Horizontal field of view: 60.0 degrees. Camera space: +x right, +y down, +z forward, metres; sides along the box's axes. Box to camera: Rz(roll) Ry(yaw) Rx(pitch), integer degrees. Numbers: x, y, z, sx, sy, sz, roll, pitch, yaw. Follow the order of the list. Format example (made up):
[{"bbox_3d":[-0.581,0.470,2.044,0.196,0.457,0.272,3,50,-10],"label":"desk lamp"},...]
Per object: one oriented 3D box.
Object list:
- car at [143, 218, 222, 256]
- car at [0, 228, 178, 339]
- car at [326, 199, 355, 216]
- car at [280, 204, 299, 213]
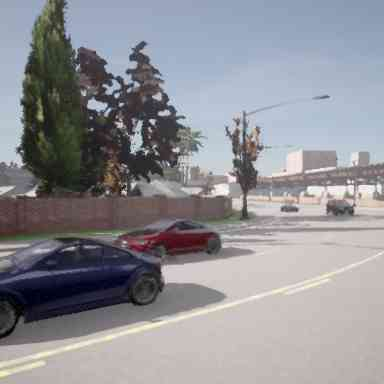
[{"bbox_3d":[-0.810,1.712,12.559,4.181,1.385,1.994,1,-1,-42],"label":"car"},{"bbox_3d":[-2.613,1.624,6.639,4.181,1.385,1.994,1,-1,-38],"label":"car"},{"bbox_3d":[18.701,1.962,42.275,2.150,2.045,5.566,-1,-1,7],"label":"car"},{"bbox_3d":[15.440,2.569,52.696,1.994,1.385,4.181,-1,-1,-3],"label":"car"}]
